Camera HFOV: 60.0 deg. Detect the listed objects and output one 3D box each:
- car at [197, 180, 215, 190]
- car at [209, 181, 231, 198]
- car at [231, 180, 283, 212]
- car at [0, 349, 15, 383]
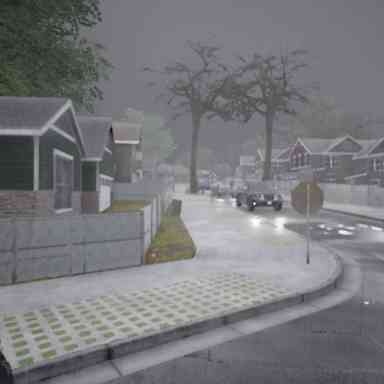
[{"bbox_3d":[1.853,-0.953,52.456,2.033,1.411,5.357,0,3,-5],"label":"car"},{"bbox_3d":[3.450,-0.139,36.264,1.812,1.442,4.674,0,3,-6],"label":"car"},{"bbox_3d":[4.698,0.194,24.053,2.150,2.045,5.566,0,3,-6],"label":"car"},{"bbox_3d":[-3.033,1.510,0.740,4.902,1.511,2.128,-1,0,-36],"label":"car"}]
